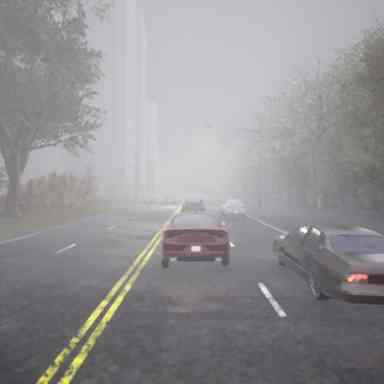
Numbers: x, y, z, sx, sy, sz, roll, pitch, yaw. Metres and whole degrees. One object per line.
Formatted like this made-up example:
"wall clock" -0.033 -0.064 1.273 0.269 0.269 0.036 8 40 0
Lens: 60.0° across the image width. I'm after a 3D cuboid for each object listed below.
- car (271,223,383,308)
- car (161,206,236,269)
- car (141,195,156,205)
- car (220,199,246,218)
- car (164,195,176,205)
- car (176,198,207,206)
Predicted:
"car" 3.340 1.453 7.920 2.033 1.411 5.357 1 0 0
"car" 0.100 1.360 10.823 1.882 1.535 5.008 0 -2 0
"car" -6.501 1.238 50.645 1.812 1.442 4.674 0 0 0
"car" 3.394 1.320 27.788 1.812 1.442 4.674 1 0 0
"car" -3.249 1.201 51.112 2.128 1.511 4.902 0 0 0
"car" 0.138 1.214 26.743 2.128 1.511 4.902 1 0 0
